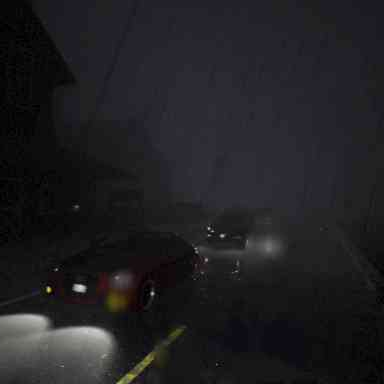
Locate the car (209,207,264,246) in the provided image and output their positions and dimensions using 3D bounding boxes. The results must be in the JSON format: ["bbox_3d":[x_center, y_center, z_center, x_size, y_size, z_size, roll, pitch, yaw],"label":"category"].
[{"bbox_3d":[2.211,1.763,17.064,1.837,1.490,4.892,2,-1,21],"label":"car"}]

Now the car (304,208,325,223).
[{"bbox_3d":[12.883,2.440,35.026,1.812,1.442,4.674,2,0,21],"label":"car"}]

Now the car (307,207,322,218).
[{"bbox_3d":[17.142,2.818,46.400,1.895,1.301,4.718,2,-1,21],"label":"car"}]

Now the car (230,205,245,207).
[{"bbox_3d":[4.034,1.921,30.031,1.816,1.474,4.193,9,1,18],"label":"car"}]

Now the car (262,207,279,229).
[{"bbox_3d":[5.777,2.015,26.492,1.837,1.490,4.892,2,-1,21],"label":"car"}]

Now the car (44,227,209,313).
[{"bbox_3d":[-1.294,1.574,7.781,1.994,1.385,4.181,2,-1,21],"label":"car"}]
